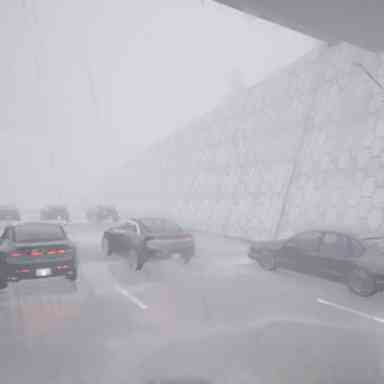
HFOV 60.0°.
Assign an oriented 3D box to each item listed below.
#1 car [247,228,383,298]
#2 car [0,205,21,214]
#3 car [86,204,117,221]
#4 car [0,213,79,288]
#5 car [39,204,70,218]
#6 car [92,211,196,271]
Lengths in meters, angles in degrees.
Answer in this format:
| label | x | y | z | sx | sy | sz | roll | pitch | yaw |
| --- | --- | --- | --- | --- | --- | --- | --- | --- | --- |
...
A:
| label | x | y | z | sx | sy | sz | roll | pitch | yaw |
| --- | --- | --- | --- | --- | --- | --- | --- | --- | --- |
| car | 3.871 | 1.704 | 9.098 | 2.033 | 1.411 | 5.357 | 1 | -1 | -31 |
| car | -15.361 | 1.776 | 27.665 | 1.812 | 1.442 | 4.674 | 1 | -1 | -31 |
| car | -7.756 | 1.828 | 28.583 | 1.837 | 1.490 | 4.892 | 1 | -1 | -31 |
| car | -4.627 | 1.600 | 9.695 | 1.837 | 1.490 | 4.892 | 1 | -1 | -31 |
| car | -11.750 | 1.795 | 28.444 | 1.837 | 1.490 | 4.892 | 1 | -1 | -31 |
| car | -1.688 | 1.636 | 11.598 | 2.128 | 1.511 | 4.902 | 1 | -1 | -31 |
